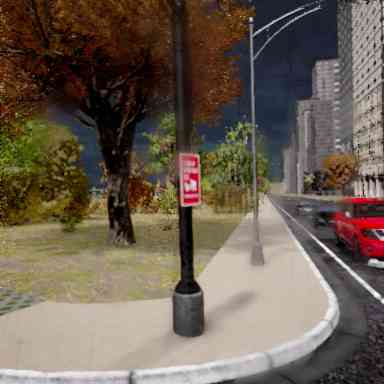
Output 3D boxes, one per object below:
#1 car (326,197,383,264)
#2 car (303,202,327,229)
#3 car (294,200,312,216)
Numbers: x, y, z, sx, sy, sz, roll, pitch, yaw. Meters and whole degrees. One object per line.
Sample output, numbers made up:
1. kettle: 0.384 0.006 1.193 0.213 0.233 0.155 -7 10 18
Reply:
1. car: 6.659 1.236 12.116 2.150 2.045 5.566 -1 0 13
2. car: 8.769 1.595 21.883 1.994 1.385 4.181 -1 0 12
3. car: 11.149 1.541 32.902 2.128 1.511 4.902 -1 0 12
